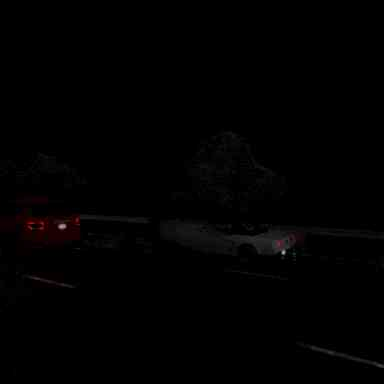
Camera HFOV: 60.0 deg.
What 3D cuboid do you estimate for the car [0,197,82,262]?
[{"bbox_3d":[-6.532,1.214,12.295,5.566,2.045,2.150,0,0,32],"label":"car"}]

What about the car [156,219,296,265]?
[{"bbox_3d":[1.029,1.586,11.628,4.718,1.301,1.895,0,0,34],"label":"car"}]
